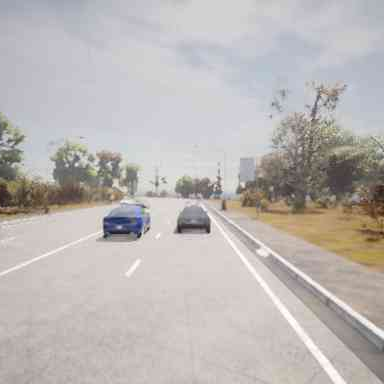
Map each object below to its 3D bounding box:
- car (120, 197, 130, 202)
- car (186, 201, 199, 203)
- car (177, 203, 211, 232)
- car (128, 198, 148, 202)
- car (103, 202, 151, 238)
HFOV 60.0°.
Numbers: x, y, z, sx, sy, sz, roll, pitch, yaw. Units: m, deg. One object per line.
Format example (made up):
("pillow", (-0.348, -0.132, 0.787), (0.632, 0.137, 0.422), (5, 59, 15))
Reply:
("car", (-10.560, 1.611, 54.372), (1.812, 1.442, 4.674), (0, 0, 0))
("car", (0.102, 1.661, 38.584), (1.895, 1.301, 4.718), (0, 0, 0))
("car", (0.102, 1.596, 20.435), (1.994, 1.385, 4.181), (0, 0, 0))
("car", (-7.081, 1.673, 45.961), (1.895, 1.301, 4.718), (0, 0, 0))
("car", (-3.399, 1.506, 18.034), (1.882, 1.535, 5.008), (0, 0, 0))
